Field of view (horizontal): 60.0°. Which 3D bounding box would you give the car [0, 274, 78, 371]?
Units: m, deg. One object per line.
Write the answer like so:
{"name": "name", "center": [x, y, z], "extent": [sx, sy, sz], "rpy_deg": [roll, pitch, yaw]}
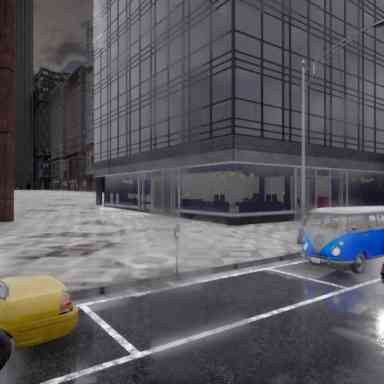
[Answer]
{"name": "car", "center": [-3.905, 1.525, 3.864], "extent": [4.829, 1.417, 1.752], "rpy_deg": [0, 0, -36]}

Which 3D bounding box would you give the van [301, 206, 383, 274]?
{"name": "van", "center": [5.080, 1.341, 10.288], "extent": [3.998, 1.788, 1.690], "rpy_deg": [0, 0, -36]}

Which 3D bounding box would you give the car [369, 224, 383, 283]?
{"name": "car", "center": [6.382, 1.526, 7.945], "extent": [4.674, 1.442, 1.812], "rpy_deg": [0, 0, -36]}
